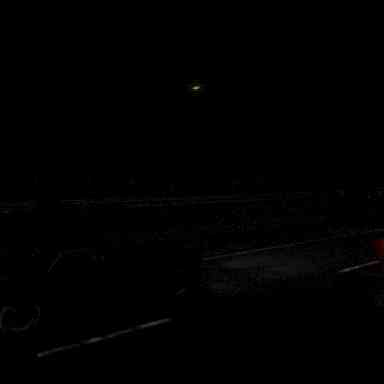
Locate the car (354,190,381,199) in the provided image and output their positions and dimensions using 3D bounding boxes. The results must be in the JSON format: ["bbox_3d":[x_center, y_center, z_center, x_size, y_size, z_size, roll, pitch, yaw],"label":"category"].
[{"bbox_3d":[24.189,0.459,45.864,4.181,1.385,1.994,-3,2,-33],"label":"car"}]

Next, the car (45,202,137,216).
[{"bbox_3d":[-5.115,1.450,17.503,4.181,1.385,1.994,-1,1,-35],"label":"car"}]

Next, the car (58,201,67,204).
[{"bbox_3d":[-5.738,1.378,21.345,4.674,1.442,1.812,-1,1,-35],"label":"car"}]

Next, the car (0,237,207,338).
[{"bbox_3d":[-2.030,1.562,6.586,4.718,1.301,1.895,-1,1,-35],"label":"car"}]

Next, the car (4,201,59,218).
[{"bbox_3d":[-9.977,1.396,22.634,4.892,1.490,1.837,-1,1,-35],"label":"car"}]
